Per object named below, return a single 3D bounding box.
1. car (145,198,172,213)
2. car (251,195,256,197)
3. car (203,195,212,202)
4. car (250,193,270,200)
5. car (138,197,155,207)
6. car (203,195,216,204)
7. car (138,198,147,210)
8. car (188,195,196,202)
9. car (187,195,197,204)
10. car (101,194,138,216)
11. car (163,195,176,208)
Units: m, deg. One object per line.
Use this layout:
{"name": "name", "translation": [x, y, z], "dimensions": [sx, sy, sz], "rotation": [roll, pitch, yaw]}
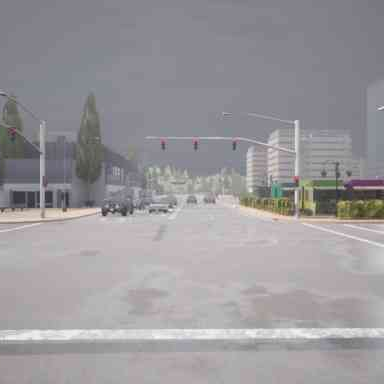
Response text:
{"name": "car", "translation": [-3.609, 1.601, 36.785], "dimensions": [1.895, 1.301, 4.718], "rotation": [0, 0, 0]}
{"name": "car", "translation": [17.770, 1.156, 83.939], "dimensions": [3.866, 1.878, 1.905], "rotation": [0, 0, -2]}
{"name": "car", "translation": [3.484, 1.397, 73.938], "dimensions": [1.812, 1.442, 4.674], "rotation": [0, 0, 0]}
{"name": "car", "translation": [17.750, 1.153, 86.834], "dimensions": [4.605, 1.855, 1.932], "rotation": [0, 0, -2]}
{"name": "car", "translation": [-7.102, 1.564, 52.322], "dimensions": [1.994, 1.385, 4.181], "rotation": [0, 0, 0]}
{"name": "car", "translation": [3.486, 1.491, 63.663], "dimensions": [2.128, 1.511, 4.902], "rotation": [0, 0, 0]}
{"name": "car", "translation": [-7.109, 1.491, 42.331], "dimensions": [2.128, 1.511, 4.902], "rotation": [0, 0, 0]}
{"name": "car", "translation": [-0.016, 1.372, 73.936], "dimensions": [1.837, 1.490, 4.892], "rotation": [0, 0, 0]}
{"name": "car", "translation": [-0.014, 1.491, 63.662], "dimensions": [2.128, 1.511, 4.902], "rotation": [0, 0, 0]}
{"name": "car", "translation": [-7.121, 1.221, 32.443], "dimensions": [2.150, 2.045, 5.566], "rotation": [0, 0, 1]}
{"name": "car", "translation": [-3.608, 1.505, 46.100], "dimensions": [1.837, 1.490, 4.892], "rotation": [0, 0, 0]}
